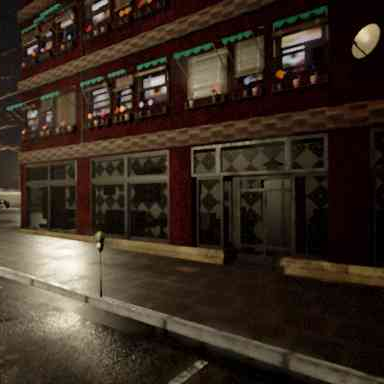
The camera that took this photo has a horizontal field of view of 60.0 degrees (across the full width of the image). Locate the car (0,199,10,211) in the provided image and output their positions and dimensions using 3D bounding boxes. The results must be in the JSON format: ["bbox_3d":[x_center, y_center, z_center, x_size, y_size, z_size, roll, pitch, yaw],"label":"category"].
[{"bbox_3d":[-20.325,1.239,32.801,1.947,1.339,4.313,0,0,36],"label":"car"}]
